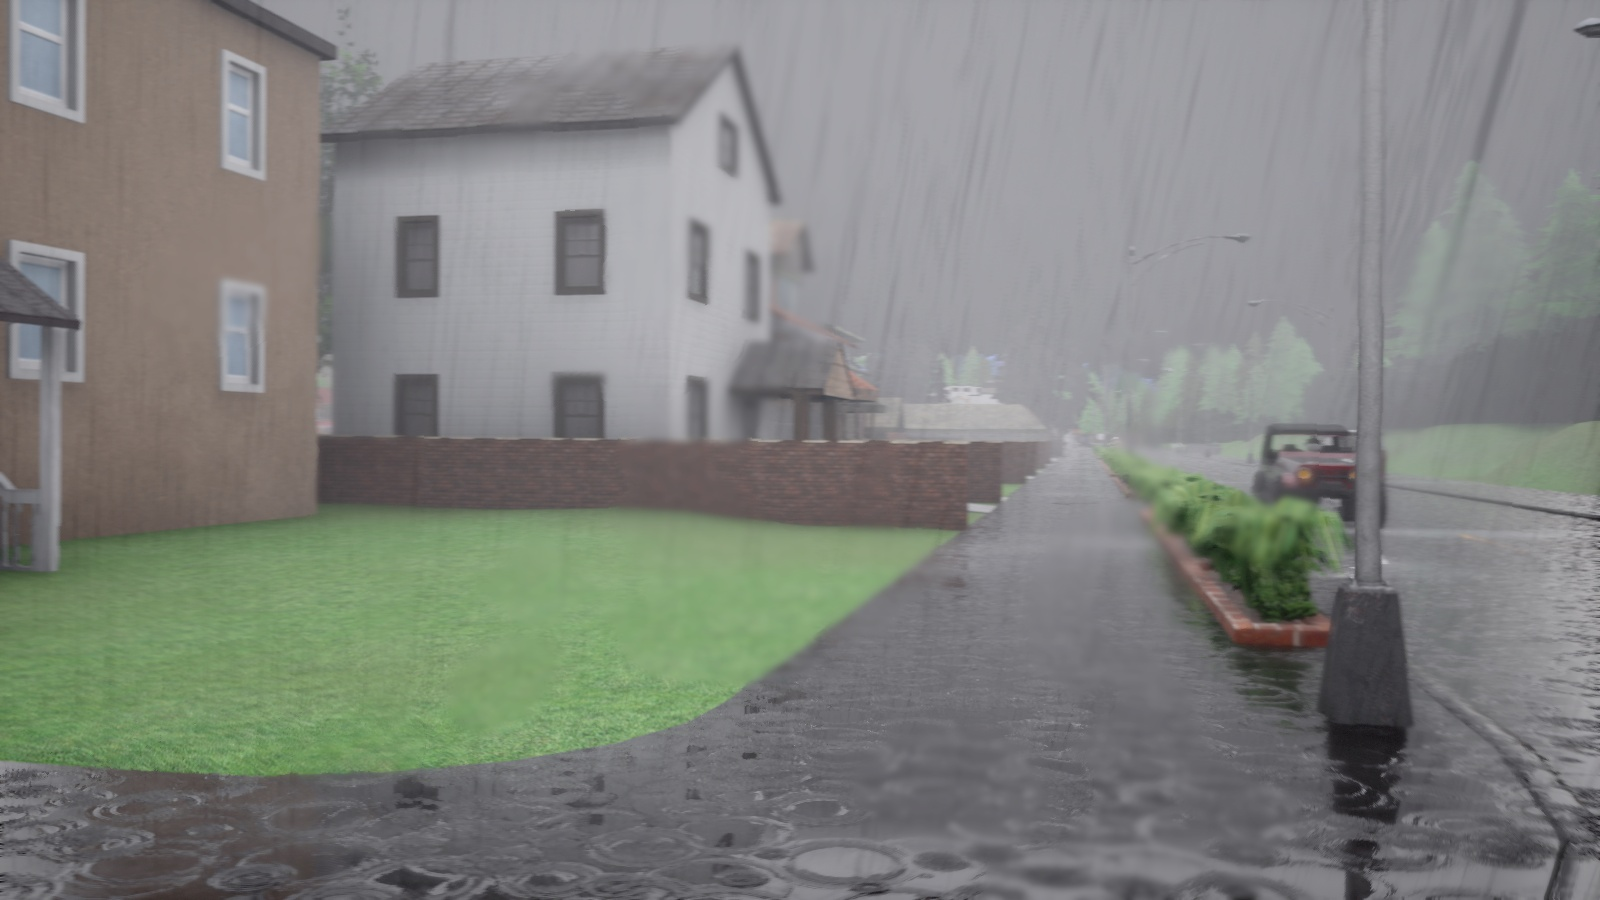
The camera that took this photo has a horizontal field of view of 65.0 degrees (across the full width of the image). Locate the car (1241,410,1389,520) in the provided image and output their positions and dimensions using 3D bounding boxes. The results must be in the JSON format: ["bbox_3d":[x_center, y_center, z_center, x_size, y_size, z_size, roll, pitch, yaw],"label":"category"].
[{"bbox_3d":[9.524,0.240,23.506,1.905,1.878,3.866,-1,1,12],"label":"car"}]

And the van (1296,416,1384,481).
[{"bbox_3d":[17.349,-0.073,40.541,1.775,1.987,4.442,-1,1,12],"label":"van"}]
